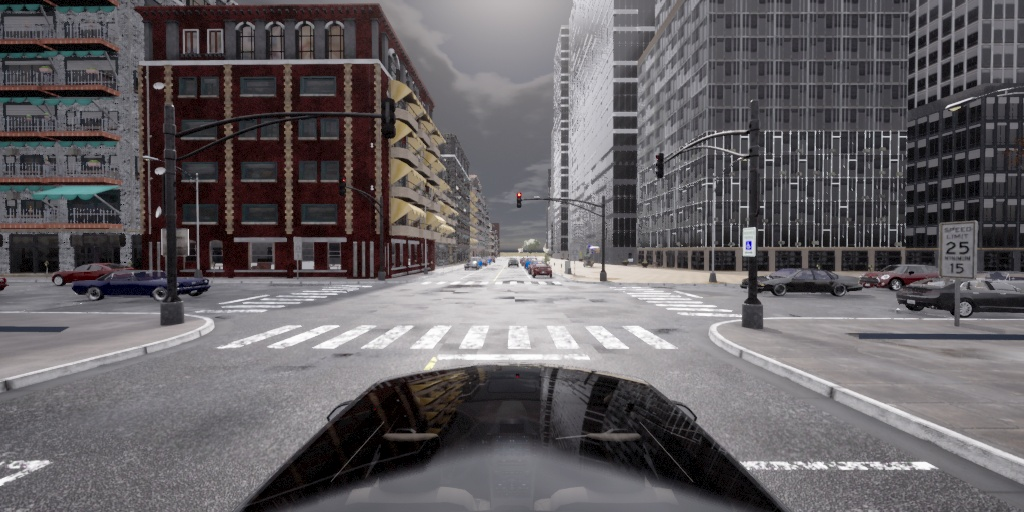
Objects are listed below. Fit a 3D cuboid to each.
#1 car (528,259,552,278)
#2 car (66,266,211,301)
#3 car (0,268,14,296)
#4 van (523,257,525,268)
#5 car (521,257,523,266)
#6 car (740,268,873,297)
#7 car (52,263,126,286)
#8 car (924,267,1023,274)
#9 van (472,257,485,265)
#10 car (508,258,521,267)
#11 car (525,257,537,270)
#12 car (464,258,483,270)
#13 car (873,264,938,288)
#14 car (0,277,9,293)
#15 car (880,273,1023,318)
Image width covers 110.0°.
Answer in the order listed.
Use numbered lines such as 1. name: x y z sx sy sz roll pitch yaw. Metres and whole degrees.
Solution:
1. car: 2.737 1.271 33.394 1.888 1.381 4.507 0 0 0
2. car: -16.638 1.299 16.300 4.718 1.301 1.895 0 1 1
3. car: -26.517 1.255 16.463 4.718 1.301 1.895 0 1 1
4. van: 2.780 1.044 50.331 1.690 1.789 3.998 0 0 0
5. car: 2.793 1.240 55.977 1.888 1.381 4.507 0 0 0
6. car: 15.231 1.342 18.987 5.357 1.411 2.033 0 1 1
7. car: -25.805 1.109 22.356 4.507 1.381 1.888 0 0 1
8. car: 25.258 1.443 18.818 4.718 1.301 1.895 0 1 1
9. van: -5.555 1.036 55.965 1.690 1.789 3.998 0 0 0
10. car: 0.258 1.281 64.036 1.895 1.301 4.718 0 0 0
11. car: 2.751 1.159 39.039 1.967 1.591 4.097 0 0 0
12. car: -5.568 1.269 50.319 1.948 1.339 4.313 0 0 0
13. car: 23.424 1.230 21.582 4.097 1.591 1.967 0 0 1
14. car: -22.594 1.259 13.691 4.507 1.381 1.888 0 0 1
15. car: 16.743 1.445 13.051 4.403 1.370 2.007 0 0 1
